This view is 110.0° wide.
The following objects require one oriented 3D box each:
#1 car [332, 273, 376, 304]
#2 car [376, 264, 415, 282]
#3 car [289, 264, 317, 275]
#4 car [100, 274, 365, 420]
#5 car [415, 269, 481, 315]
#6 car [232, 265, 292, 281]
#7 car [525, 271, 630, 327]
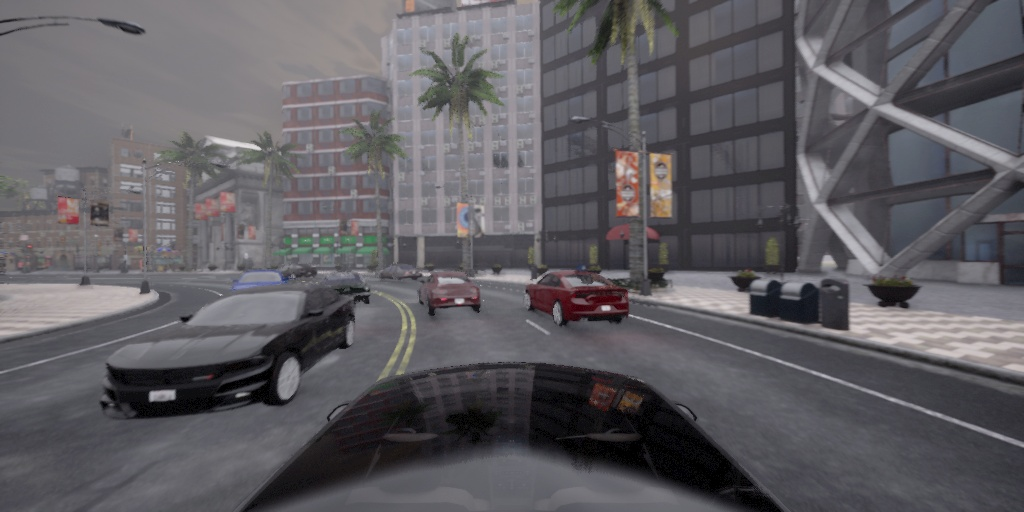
[{"bbox_3d":[-7.646,1.447,16.336,1.895,1.301,4.718,-1,0,-29],"label":"car"},{"bbox_3d":[-9.804,1.429,30.870,5.357,1.411,2.033,-1,0,43],"label":"car"},{"bbox_3d":[-20.999,1.486,34.770,5.008,1.535,1.882,-1,0,31],"label":"car"},{"bbox_3d":[-4.268,1.278,6.406,1.882,1.535,5.008,-1,0,-10],"label":"car"},{"bbox_3d":[-2.502,1.313,13.876,1.812,1.442,4.674,0,0,-20],"label":"car"},{"bbox_3d":[-11.192,1.363,16.159,1.882,1.535,5.008,-1,0,-31],"label":"car"},{"bbox_3d":[1.841,1.216,11.725,1.882,1.535,5.008,0,0,-14],"label":"car"}]
